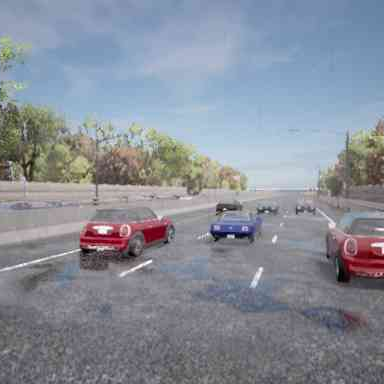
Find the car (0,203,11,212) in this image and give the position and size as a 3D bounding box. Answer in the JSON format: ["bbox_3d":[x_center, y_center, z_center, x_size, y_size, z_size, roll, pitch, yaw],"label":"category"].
[{"bbox_3d":[-13.496,1.517,24.852,2.033,1.411,5.357,0,0,18],"label":"car"}]

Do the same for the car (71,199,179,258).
[{"bbox_3d":[-2.319,1.334,13.076,2.097,1.767,4.553,0,0,18],"label":"car"}]

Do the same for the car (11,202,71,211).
[{"bbox_3d":[-10.074,1.462,24.064,2.128,1.511,4.902,0,0,18],"label":"car"}]

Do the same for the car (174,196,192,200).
[{"bbox_3d":[-1.241,1.470,63.532,1.812,1.442,4.674,0,0,18],"label":"car"}]

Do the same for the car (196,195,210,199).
[{"bbox_3d":[2.110,1.297,62.561,2.097,1.767,4.553,0,0,18],"label":"car"}]

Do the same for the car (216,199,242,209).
[{"bbox_3d":[3.679,1.440,32.093,1.882,1.535,5.008,0,0,17],"label":"car"}]

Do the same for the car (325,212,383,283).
[{"bbox_3d":[5.063,1.338,9.472,2.097,1.767,4.553,0,0,18],"label":"car"}]

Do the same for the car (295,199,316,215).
[{"bbox_3d":[11.451,1.561,33.620,1.895,1.301,4.718,0,0,18],"label":"car"}]

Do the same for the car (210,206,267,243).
[{"bbox_3d":[2.328,1.580,16.164,1.895,1.301,4.718,0,0,17],"label":"car"}]

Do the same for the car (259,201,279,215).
[{"bbox_3d":[7.668,1.561,33.101,1.895,1.301,4.718,0,0,17],"label":"car"}]

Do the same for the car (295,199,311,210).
[{"bbox_3d":[14.507,1.553,43.461,1.895,1.301,4.718,0,0,18],"label":"car"}]

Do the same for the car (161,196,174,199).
[{"bbox_3d":[-4.718,1.490,64.123,2.033,1.411,5.357,0,0,18],"label":"car"}]
